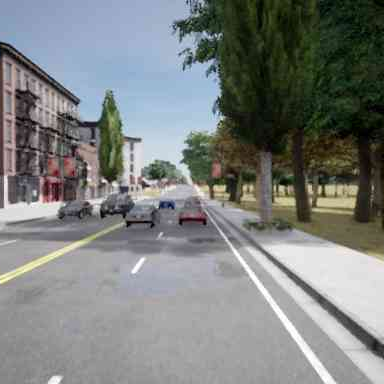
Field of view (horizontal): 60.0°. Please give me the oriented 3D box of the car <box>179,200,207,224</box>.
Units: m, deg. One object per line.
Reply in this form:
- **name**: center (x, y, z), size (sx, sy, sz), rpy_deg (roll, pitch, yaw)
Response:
- **car**: center (0.058, 1.541, 24.504), size (1.994, 1.385, 4.181), rpy_deg (0, 0, 0)

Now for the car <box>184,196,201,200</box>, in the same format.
- **car**: center (0.060, 1.329, 43.053), size (2.097, 1.767, 4.553), rpy_deg (0, 0, 0)

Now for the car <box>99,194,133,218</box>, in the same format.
- **car**: center (-6.543, 1.204, 29.694), size (2.150, 2.045, 5.566), rpy_deg (0, 0, 0)

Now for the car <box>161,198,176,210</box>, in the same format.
- **car**: center (-3.187, 1.455, 43.329), size (1.882, 1.535, 5.008), rpy_deg (0, 0, 0)

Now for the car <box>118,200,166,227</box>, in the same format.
- **car**: center (-3.202, 1.526, 22.474), size (2.033, 1.411, 5.357), rpy_deg (0, 0, 0)

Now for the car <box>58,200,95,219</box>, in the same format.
- **car**: center (-9.807, 1.486, 28.501), size (1.837, 1.490, 4.892), rpy_deg (0, -1, 1)
